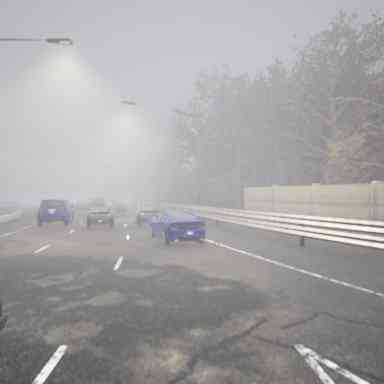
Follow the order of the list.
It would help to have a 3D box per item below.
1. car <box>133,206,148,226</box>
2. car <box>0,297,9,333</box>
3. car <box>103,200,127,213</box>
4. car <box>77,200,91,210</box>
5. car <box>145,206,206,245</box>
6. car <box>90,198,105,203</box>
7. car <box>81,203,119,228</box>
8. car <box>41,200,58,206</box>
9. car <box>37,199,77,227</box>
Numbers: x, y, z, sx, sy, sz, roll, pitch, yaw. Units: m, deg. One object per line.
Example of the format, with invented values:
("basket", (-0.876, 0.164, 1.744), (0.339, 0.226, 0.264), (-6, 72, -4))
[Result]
("car", (-3.591, 1.831, 26.445), (2.128, 1.511, 4.902), (0, -1, -14))
("car", (-3.568, 1.581, 2.518), (2.033, 1.411, 5.357), (0, -1, -3))
("car", (-10.312, 2.135, 45.478), (2.033, 1.411, 5.357), (0, -1, -25))
("car", (-17.810, 2.253, 52.597), (1.994, 1.385, 4.181), (0, -1, -29))
("car", (-0.856, 1.694, 16.999), (1.882, 1.535, 5.008), (0, -1, -18))
("car", (-16.517, 1.969, 57.369), (2.150, 2.045, 5.566), (0, -1, -31))
("car", (-6.828, 1.817, 25.009), (2.128, 1.511, 4.902), (0, -1, -14))
("car", (-34.183, 2.649, 79.666), (4.718, 1.301, 1.895), (-1, -1, 44))
("car", (-10.771, 1.572, 26.503), (2.150, 2.045, 5.566), (0, -1, -14))
